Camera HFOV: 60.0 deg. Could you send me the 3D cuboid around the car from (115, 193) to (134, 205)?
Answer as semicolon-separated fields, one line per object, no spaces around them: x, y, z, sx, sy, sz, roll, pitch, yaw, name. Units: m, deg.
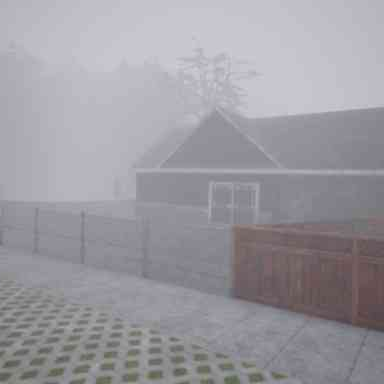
-6.686;0.903;37.750;1.812;1.442;4.674;3;3;35;car
